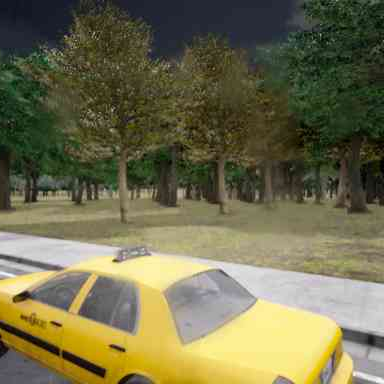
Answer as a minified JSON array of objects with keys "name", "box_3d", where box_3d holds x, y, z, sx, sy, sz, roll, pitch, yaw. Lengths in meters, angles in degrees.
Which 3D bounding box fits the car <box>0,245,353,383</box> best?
[{"name":"car","box_3d":[-0.968,1.466,4.249,5.366,1.575,1.801,0,0,35]}]
